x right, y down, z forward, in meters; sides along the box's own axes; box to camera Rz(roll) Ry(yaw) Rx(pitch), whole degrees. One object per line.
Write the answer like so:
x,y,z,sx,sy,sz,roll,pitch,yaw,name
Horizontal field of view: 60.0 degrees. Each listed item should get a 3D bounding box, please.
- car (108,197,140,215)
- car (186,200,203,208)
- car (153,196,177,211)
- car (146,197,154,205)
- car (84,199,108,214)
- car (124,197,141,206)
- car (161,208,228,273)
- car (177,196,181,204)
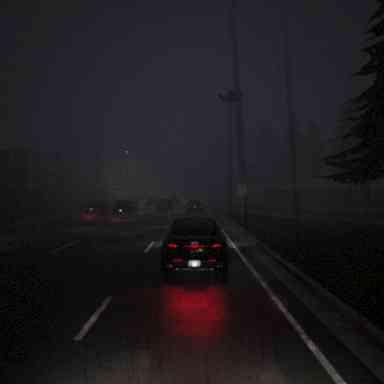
-6.734,1.516,33.795,1.837,1.490,4.892,0,-1,0,car
0.286,1.562,36.647,2.033,1.411,5.357,0,0,0,car
-3.219,1.494,40.484,1.882,1.535,5.008,0,0,0,car
-6.714,1.569,57.581,2.033,1.411,5.357,0,0,0,car
-10.228,1.516,36.236,1.837,1.490,4.892,0,-1,0,car
-10.214,1.569,57.291,2.033,1.411,5.357,0,0,0,car
0.082,1.511,10.691,1.837,1.490,4.892,0,0,0,car
-3.211,1.526,62.601,1.837,1.490,4.892,0,-1,0,car
